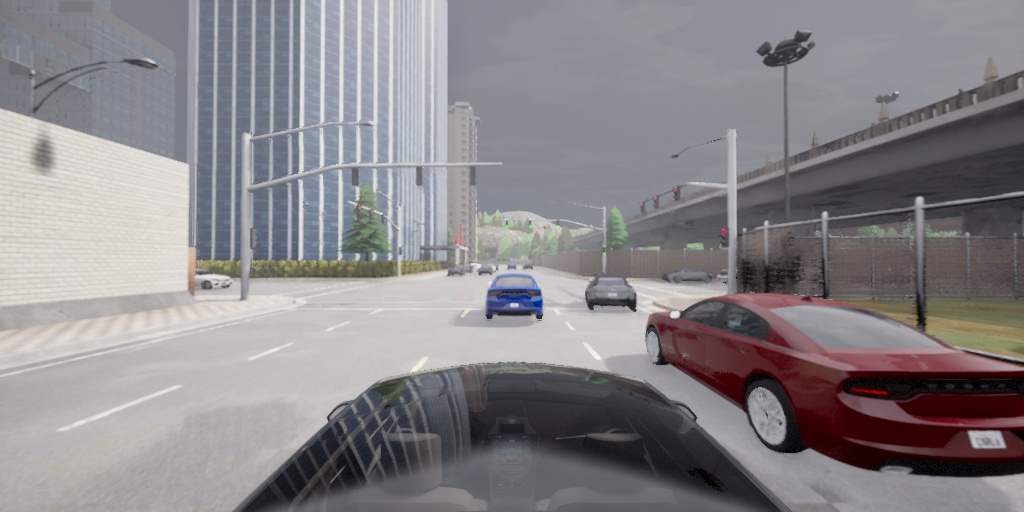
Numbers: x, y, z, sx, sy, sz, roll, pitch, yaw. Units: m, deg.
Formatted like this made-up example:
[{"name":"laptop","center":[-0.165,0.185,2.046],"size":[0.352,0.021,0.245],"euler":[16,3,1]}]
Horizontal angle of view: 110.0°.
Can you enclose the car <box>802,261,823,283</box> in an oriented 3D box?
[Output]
[{"name":"car","center":[25.359,1.440,32.951],"size":[5.566,2.045,2.150],"euler":[0,-1,-1]}]

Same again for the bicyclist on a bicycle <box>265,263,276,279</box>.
[{"name":"bicyclist on a bicycle","center":[-25.317,1.579,37.598],"size":[0.582,1.620,1.656],"euler":[0,0,0]}]

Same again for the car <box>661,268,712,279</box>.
[{"name":"car","center":[16.002,1.782,32.918],"size":[4.181,1.385,1.994],"euler":[0,-1,0]}]

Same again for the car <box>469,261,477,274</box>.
[{"name":"car","center":[-7.108,1.950,55.409],"size":[2.128,1.511,4.902],"euler":[0,-1,0]}]

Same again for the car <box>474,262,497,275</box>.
[{"name":"car","center":[-3.615,1.933,49.850],"size":[2.033,1.411,5.357],"euler":[0,-1,0]}]

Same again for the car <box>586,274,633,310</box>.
[{"name":"car","center":[4.336,1.504,15.860],"size":[1.994,1.385,4.181],"euler":[-1,-1,13]}]

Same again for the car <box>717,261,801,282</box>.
[{"name":"car","center":[19.983,1.394,29.430],"size":[5.566,2.045,2.150],"euler":[0,-1,0]}]

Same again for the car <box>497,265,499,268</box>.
[{"name":"car","center":[-3.596,2.033,59.048],"size":[1.812,1.442,4.674],"euler":[0,-1,0]}]

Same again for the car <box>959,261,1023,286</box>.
[{"name":"car","center":[40.459,1.395,29.464],"size":[5.566,2.045,2.150],"euler":[0,-1,0]}]

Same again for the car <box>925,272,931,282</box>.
[{"name":"car","center":[35.537,1.745,32.952],"size":[4.674,1.442,1.812],"euler":[0,-1,0]}]

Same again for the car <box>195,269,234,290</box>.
[{"name":"car","center":[-22.649,1.647,25.641],"size":[4.674,1.442,1.812],"euler":[0,-1,0]}]

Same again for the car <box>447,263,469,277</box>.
[{"name":"car","center":[-7.114,1.842,46.240],"size":[1.837,1.490,4.892],"euler":[0,-1,0]}]

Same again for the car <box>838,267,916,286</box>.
[{"name":"car","center":[29.752,1.773,29.448],"size":[4.718,1.301,1.895],"euler":[0,-1,0]}]

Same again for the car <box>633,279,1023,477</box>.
[{"name":"car","center":[3.597,1.274,5.194],"size":[1.882,1.535,5.008],"euler":[0,-1,0]}]

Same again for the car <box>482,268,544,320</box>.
[{"name":"car","center":[0.081,1.382,13.384],"size":[1.882,1.535,5.008],"euler":[0,-1,0]}]
